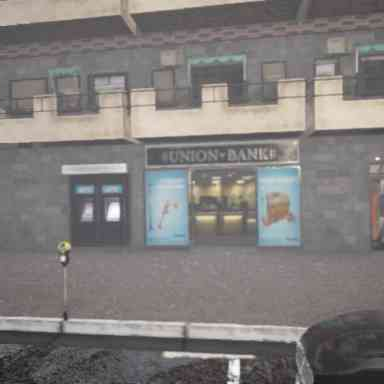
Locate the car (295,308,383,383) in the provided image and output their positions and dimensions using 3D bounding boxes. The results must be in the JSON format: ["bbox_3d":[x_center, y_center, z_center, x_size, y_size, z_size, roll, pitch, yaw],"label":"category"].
[{"bbox_3d":[3.148,1.446,2.769,4.403,1.369,2.008,-1,1,8],"label":"car"}]
